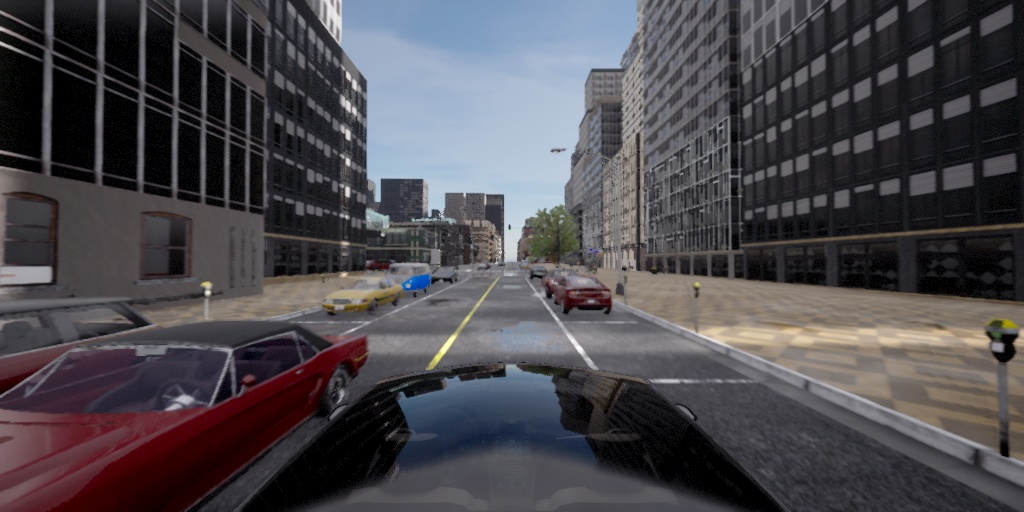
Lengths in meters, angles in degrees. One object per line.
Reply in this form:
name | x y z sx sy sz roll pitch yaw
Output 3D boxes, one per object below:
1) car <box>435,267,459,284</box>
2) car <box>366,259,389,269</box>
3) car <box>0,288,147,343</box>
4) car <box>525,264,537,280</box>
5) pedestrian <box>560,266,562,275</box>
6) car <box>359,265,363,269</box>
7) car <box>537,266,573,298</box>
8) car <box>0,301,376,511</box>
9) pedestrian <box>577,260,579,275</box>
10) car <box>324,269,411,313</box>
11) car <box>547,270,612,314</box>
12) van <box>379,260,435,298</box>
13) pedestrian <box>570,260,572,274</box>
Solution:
car | -5.697 1.638 31.020 1.948 1.339 4.313 0 0 0
car | -17.171 1.375 49.646 5.009 1.841 2.192 0 0 -1
car | -5.690 1.207 3.326 1.967 1.591 4.097 0 0 0
car | 2.682 1.699 36.562 1.948 1.339 4.313 0 0 0
pedestrian | 6.125 1.744 44.740 0.500 1.100 0.500 0 -1 0
car | -22.835 1.705 57.946 4.207 1.307 1.802 0 0 -1
car | 2.686 1.390 19.945 1.967 1.591 4.097 0 0 0
car | -3.099 1.367 3.212 1.895 1.301 4.718 0 -1 0
pedestrian | 8.125 1.384 44.146 0.375 1.860 0.375 0 -1 0
car | -5.693 1.415 14.234 1.751 1.417 4.829 0 0 0
car | 2.687 1.435 14.406 1.888 1.381 4.507 0 0 0
van | -5.694 1.291 19.943 1.690 1.789 3.998 0 0 0
pedestrian | 7.125 1.360 43.546 0.375 1.860 0.375 0 -1 0
